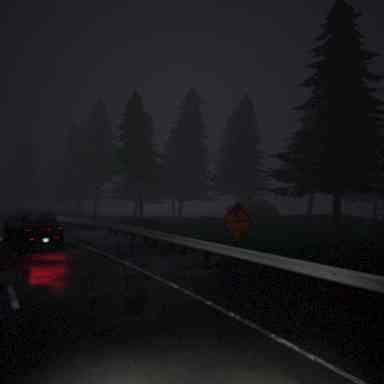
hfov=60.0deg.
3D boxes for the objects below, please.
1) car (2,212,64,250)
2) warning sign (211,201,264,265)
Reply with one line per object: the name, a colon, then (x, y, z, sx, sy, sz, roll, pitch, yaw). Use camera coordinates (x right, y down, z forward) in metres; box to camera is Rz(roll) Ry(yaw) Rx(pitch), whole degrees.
car: (-7.360, 1.676, 15.274, 1.837, 1.490, 4.892, 1, 0, -38)
warning sign: (1.437, 1.240, 10.646, 1.300, 1.860, 1.060, 0, -1, -32)
